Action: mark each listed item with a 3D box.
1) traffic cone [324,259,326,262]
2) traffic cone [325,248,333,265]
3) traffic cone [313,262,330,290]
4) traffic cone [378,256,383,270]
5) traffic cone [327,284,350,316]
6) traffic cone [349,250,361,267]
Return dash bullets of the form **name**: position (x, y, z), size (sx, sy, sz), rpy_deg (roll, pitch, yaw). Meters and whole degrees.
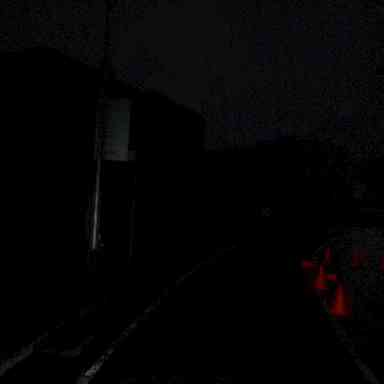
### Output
- **traffic cone**: position (4.022, 2.453, 11.092), size (0.340, 0.340, 0.580), rpy_deg (4, -1, -43)
- **traffic cone**: position (5.176, 2.430, 12.687), size (0.340, 0.580, 0.340), rpy_deg (4, -1, 11)
- **traffic cone**: position (3.469, 2.275, 8.937), size (0.340, 0.580, 0.340), rpy_deg (4, -1, 11)
- **traffic cone**: position (7.138, 2.561, 12.322), size (0.340, 0.580, 0.340), rpy_deg (4, -1, 11)
- **traffic cone**: position (3.106, 2.230, 6.971), size (0.340, 0.580, 0.340), rpy_deg (4, -1, 11)
- **traffic cone**: position (6.157, 2.495, 12.505), size (0.340, 0.580, 0.340), rpy_deg (4, -1, 10)
